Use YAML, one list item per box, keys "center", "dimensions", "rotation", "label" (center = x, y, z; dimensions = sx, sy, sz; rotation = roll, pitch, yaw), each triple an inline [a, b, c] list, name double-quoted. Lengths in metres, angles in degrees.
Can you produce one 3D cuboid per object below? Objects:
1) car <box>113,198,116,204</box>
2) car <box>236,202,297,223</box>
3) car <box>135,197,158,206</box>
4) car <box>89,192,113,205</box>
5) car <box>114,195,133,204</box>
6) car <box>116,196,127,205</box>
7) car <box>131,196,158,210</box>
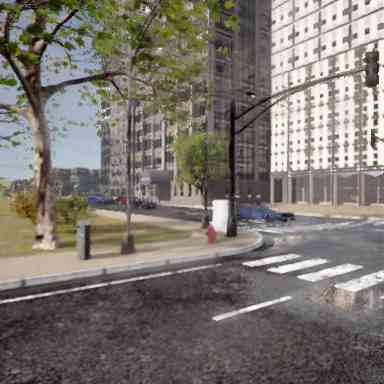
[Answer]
- center: [-15.782, 1.418, 61.483]
  dimensions: [1.994, 1.385, 4.181]
  rotation: [1, 0, -34]
  label: "car"
- center: [4.982, 1.432, 24.412]
  dimensions: [2.033, 1.411, 5.357]
  rotation: [1, 0, -34]
  label: "car"
- center: [-7.537, 1.506, 55.000]
  dimensions: [1.895, 1.301, 4.718]
  rotation: [1, 0, -34]
  label: "car"
- center: [-15.683, 1.103, 55.495]
  dimensions: [2.150, 2.045, 5.566]
  rotation: [1, 0, -34]
  label: "car"
- center: [-13.080, 1.414, 63.289]
  dimensions: [1.812, 1.442, 4.674]
  rotation: [1, 0, -34]
  label: "car"
- center: [-10.032, 1.397, 52.932]
  dimensions: [1.812, 1.442, 4.674]
  rotation: [1, 0, -33]
  label: "car"
- center: [-5.864, 1.419, 40.636]
  dimensions: [1.994, 1.385, 4.181]
  rotation: [1, 0, -34]
  label: "car"
